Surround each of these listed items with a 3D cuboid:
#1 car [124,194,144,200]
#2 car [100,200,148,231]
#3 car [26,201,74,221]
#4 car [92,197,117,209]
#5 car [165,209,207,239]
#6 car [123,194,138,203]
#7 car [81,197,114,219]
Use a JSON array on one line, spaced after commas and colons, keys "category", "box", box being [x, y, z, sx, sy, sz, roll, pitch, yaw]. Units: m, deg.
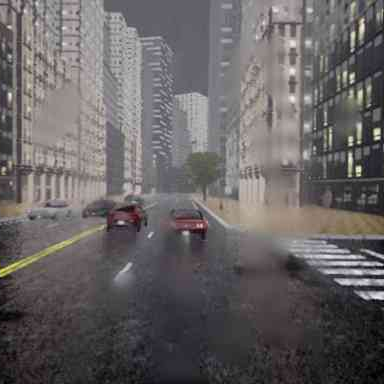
[{"category": "car", "box": [-7.670, 1.223, 45.571, 2.128, 1.511, 4.902, 1, 0, -1]}, {"category": "car", "box": [-3.632, 1.387, 19.095, 1.812, 1.442, 4.674, 0, 0, -1]}, {"category": "car", "box": [-10.463, 1.381, 24.882, 1.895, 1.301, 4.718, 1, 0, -1]}, {"category": "car", "box": [-10.834, 1.313, 41.395, 1.895, 1.301, 4.718, 1, 0, -1]}, {"category": "car", "box": [-0.305, 1.497, 16.728, 1.895, 1.301, 4.718, 1, 0, -1]}, {"category": "car", "box": [-11.186, 1.189, 60.724, 1.837, 1.490, 4.892, 1, 0, -1]}, {"category": "car", "box": [-7.243, 1.374, 26.280, 1.994, 1.385, 4.181, 1, 0, -1]}]
